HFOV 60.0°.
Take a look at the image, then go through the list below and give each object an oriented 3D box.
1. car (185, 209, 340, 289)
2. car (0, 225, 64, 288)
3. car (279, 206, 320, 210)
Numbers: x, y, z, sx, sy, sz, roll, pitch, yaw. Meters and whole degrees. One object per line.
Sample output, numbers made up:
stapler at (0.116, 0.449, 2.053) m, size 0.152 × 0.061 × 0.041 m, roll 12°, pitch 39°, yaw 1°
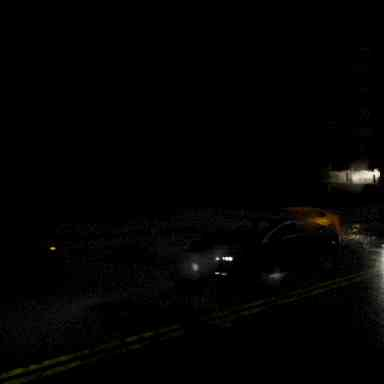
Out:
car at (2.079, 1.454, 9.133) m, size 4.902 × 1.511 × 2.128 m, roll -1°, pitch 0°, yaw -35°
car at (-5.491, 1.526, 7.754) m, size 4.674 × 1.442 × 1.812 m, roll 0°, pitch 0°, yaw -35°
car at (4.601, 1.415, 14.896) m, size 5.008 × 1.535 × 1.882 m, roll 0°, pitch 0°, yaw -35°
